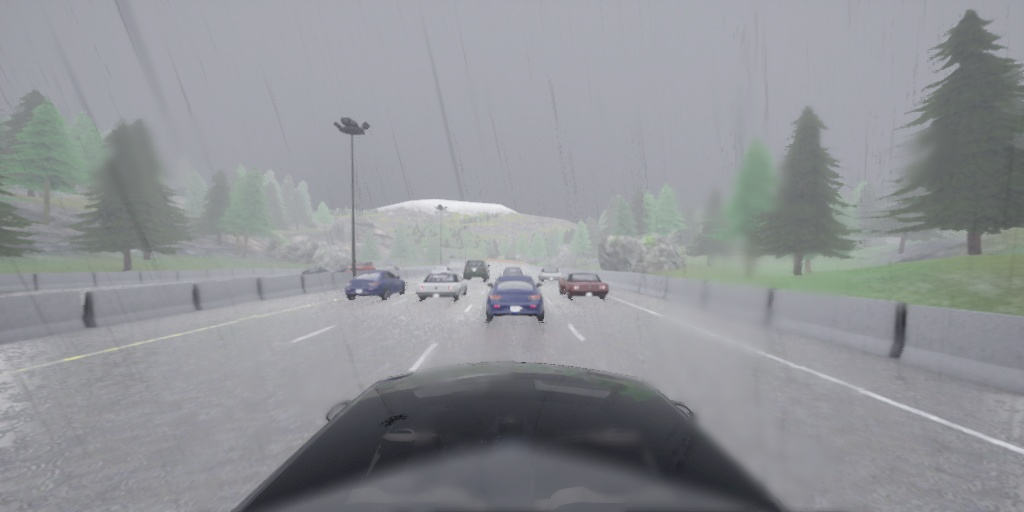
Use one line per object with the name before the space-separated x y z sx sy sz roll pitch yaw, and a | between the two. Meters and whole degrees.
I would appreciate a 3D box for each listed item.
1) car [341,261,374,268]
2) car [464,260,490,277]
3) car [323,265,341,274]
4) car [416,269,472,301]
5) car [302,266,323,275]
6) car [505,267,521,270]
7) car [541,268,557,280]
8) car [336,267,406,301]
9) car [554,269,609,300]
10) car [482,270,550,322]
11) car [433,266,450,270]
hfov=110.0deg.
car | -21.086 1.779 50.108 2.150 2.045 5.566 0 -1 0
car | -3.413 1.429 35.037 2.150 2.045 5.566 0 -1 0
car | -24.571 2.093 51.648 2.128 1.511 4.902 0 -2 0
car | -3.407 1.524 18.340 1.895 1.301 4.718 0 -1 0
car | -28.071 2.158 51.364 1.994 1.385 4.181 0 -2 0
car | 0.088 1.680 31.209 2.033 1.411 5.357 0 -1 0
car | 3.587 1.801 34.675 1.895 1.301 4.718 0 -1 0
car | -6.908 1.451 18.497 1.812 1.442 4.674 0 -1 0
car | 3.593 1.532 18.904 1.895 1.301 4.718 0 -1 0
car | 0.095 1.377 12.575 1.812 1.442 4.674 0 -1 0
car | -6.913 1.743 35.494 1.812 1.442 4.674 0 -1 0
